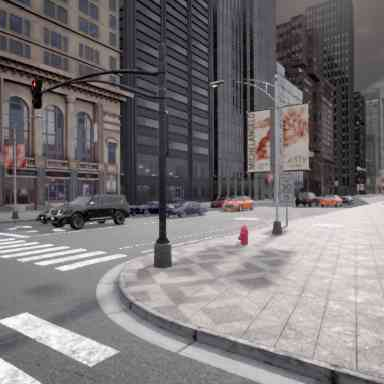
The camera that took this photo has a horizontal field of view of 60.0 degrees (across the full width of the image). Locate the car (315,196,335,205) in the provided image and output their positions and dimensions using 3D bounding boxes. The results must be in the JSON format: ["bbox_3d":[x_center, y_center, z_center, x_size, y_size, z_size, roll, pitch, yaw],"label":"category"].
[{"bbox_3d":[22.850,1.398,56.931,2.033,1.411,5.357,-1,0,35],"label":"car"}]

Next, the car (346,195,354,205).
[{"bbox_3d":[25.281,1.332,54.740,1.837,1.490,4.892,-1,0,35],"label":"car"}]

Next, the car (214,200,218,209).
[{"bbox_3d":[4.182,1.412,42.216,1.882,1.535,5.008,-1,0,36],"label":"car"}]

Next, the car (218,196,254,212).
[{"bbox_3d":[5.342,1.267,38.222,2.097,1.767,4.553,-1,0,36],"label":"car"}]

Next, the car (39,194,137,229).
[{"bbox_3d":[-6.519,1.188,21.597,2.150,2.045,5.566,-1,0,35],"label":"car"}]

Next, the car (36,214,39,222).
[{"bbox_3d":[-8.875,1.553,23.885,1.994,1.385,4.181,-1,0,35],"label":"car"}]

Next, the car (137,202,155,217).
[{"bbox_3d":[-3.800,1.567,31.021,1.895,1.301,4.718,-1,0,35],"label":"car"}]

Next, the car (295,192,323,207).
[{"bbox_3d":[16.758,1.084,48.374,2.150,2.045,5.566,-1,0,36],"label":"car"}]

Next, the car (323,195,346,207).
[{"bbox_3d":[19.896,1.189,47.174,2.097,1.767,4.553,-1,0,36],"label":"car"}]

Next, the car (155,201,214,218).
[{"bbox_3d":[-0.574,1.487,29.948,2.033,1.411,5.357,-1,0,35],"label":"car"}]
